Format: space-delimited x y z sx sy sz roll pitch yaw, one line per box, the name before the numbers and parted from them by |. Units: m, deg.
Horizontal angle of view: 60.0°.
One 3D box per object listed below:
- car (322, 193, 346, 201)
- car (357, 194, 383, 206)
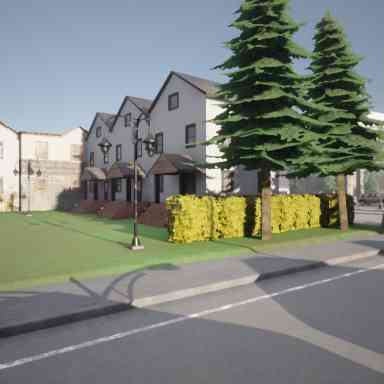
car | 31.817 1.097 74.527 1.932 1.855 4.605 0 0 -36
car | 26.957 1.097 49.072 1.932 1.855 4.605 0 0 -36
